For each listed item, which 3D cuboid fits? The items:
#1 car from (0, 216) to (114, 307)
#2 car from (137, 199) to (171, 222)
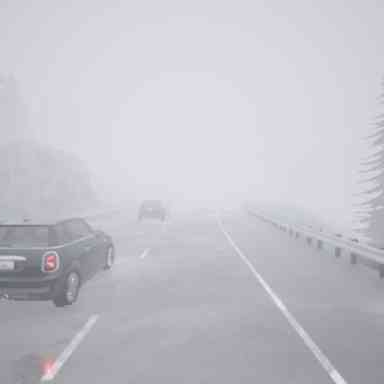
[{"bbox_3d":[-3.378,1.351,8.157,2.097,1.767,4.553,0,0,0],"label":"car"},{"bbox_3d":[-2.950,1.354,26.676,2.097,1.767,4.553,0,0,3],"label":"car"}]
